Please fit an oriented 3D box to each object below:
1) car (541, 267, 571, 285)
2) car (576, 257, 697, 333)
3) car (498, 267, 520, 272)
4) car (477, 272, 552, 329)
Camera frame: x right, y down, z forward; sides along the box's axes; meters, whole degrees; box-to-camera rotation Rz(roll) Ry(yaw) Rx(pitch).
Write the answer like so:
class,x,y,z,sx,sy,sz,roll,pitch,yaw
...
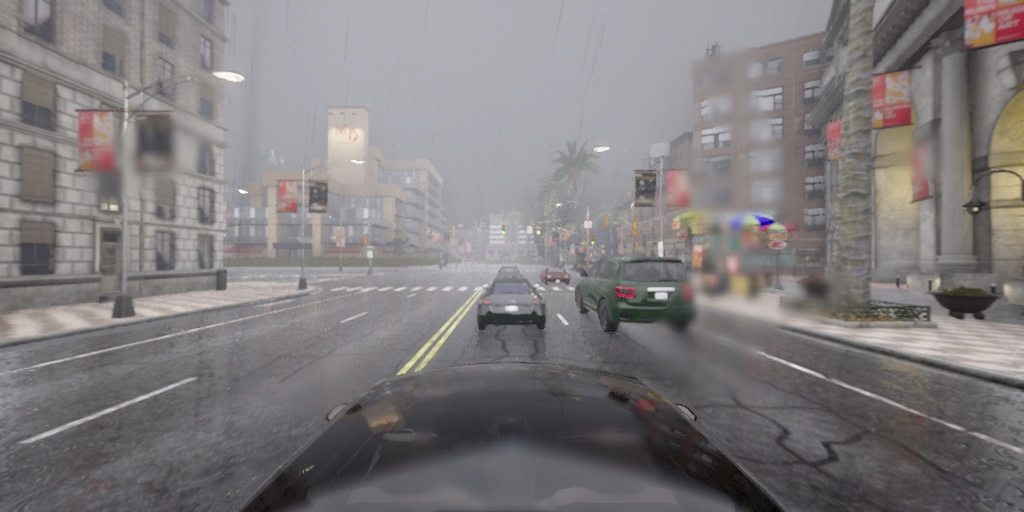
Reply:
class,x,y,z,sx,sy,sz,roll,pitch,yaw
car,3.317,1.543,28.310,1.895,1.301,4.718,0,0,-1
car,3.485,1.040,11.134,2.150,2.045,5.566,0,0,-1
car,-0.230,1.479,26.418,2.033,1.411,5.357,0,0,-2
car,-0.023,1.387,11.603,1.994,1.385,4.181,0,0,0
